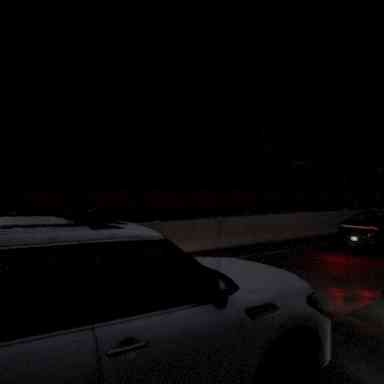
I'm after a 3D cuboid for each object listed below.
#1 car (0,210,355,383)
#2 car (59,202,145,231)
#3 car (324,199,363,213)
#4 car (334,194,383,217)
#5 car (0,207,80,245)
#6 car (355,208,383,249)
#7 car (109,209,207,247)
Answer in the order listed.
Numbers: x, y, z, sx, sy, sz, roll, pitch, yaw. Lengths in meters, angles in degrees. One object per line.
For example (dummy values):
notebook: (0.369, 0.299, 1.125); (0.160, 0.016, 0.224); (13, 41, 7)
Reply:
car: (-1.109, 1.223, 2.955); (5.566, 2.045, 2.150); (0, 0, -36)
car: (-5.693, 1.488, 21.429); (5.008, 1.535, 1.882); (0, 0, -35)
car: (17.196, 1.556, 37.744); (4.892, 1.490, 1.837); (1, 0, -35)
car: (16.762, 1.269, 33.145); (5.566, 2.045, 2.150); (0, 0, -35)
car: (-7.866, 1.529, 15.562); (4.674, 1.442, 1.812); (0, 0, -36)
car: (7.997, 1.511, 13.752); (4.902, 1.511, 2.128); (0, 0, -36)
car: (-1.566, 1.575, 15.773); (4.181, 1.385, 1.994); (0, 0, -35)
